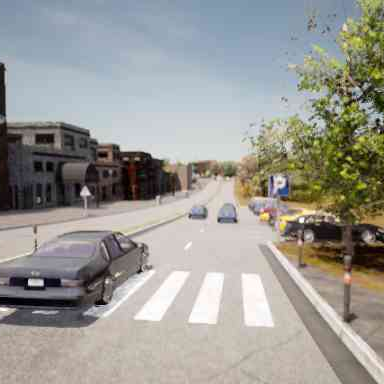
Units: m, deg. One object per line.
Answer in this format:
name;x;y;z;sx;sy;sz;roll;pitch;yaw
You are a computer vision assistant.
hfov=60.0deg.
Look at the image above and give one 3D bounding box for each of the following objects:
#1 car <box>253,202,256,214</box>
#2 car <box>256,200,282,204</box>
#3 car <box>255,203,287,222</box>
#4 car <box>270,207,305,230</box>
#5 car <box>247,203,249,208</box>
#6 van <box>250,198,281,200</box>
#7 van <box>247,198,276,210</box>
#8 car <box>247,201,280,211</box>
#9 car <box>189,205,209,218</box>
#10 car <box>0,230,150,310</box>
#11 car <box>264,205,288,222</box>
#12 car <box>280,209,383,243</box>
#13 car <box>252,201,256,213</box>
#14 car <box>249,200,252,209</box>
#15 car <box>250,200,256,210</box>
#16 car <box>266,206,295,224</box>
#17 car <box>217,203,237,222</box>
car;9.436;2.130;36.299;4.674;1.452;2.002;0;0;7
car;9.091;1.940;33.561;4.553;1.767;2.185;0;0;7
car;8.305;1.995;28.111;5.366;1.575;1.946;0;-1;7
car;7.534;1.876;19.882;5.008;1.535;2.097;0;-1;7
car;11.005;2.049;50.113;4.553;1.767;2.185;0;0;7
van;10.821;1.939;47.231;4.442;1.987;1.878;0;0;7
van;11.540;1.953;55.472;4.442;1.987;1.878;0;0;7
car;11.332;2.180;52.720;4.892;1.521;2.231;0;0;7
car;0.763;2.108;37.237;2.033;1.411;5.357;0;0;7
car;-2.496;1.676;8.348;2.033;1.411;5.357;0;-1;6
car;8.201;1.992;25.344;4.792;1.488;2.163;0;-1;7
car;7.217;1.831;17.145;4.892;1.521;2.231;0;-1;7
car;9.757;2.154;39.034;4.674;1.452;2.002;0;0;7
car;10.417;2.180;44.505;4.792;1.488;2.163;0;0;7
car;10.042;2.165;41.778;4.792;1.488;2.163;0;0;7
car;7.862;1.920;22.615;4.892;1.521;2.231;0;-1;7
car;3.361;2.073;31.814;2.033;1.411;5.357;0;-1;7
